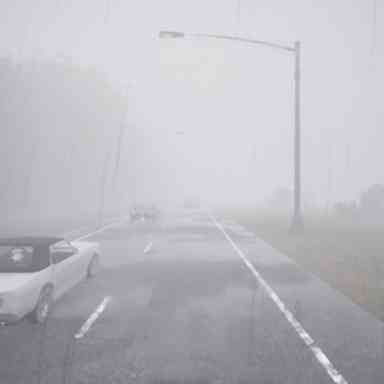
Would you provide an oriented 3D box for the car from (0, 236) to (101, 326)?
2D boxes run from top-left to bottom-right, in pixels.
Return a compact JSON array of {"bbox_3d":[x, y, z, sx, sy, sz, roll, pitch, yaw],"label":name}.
[{"bbox_3d":[-3.401,1.582,7.011,1.895,1.301,4.718,0,0,0],"label":"car"}]

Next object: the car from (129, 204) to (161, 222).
[{"bbox_3d":[-3.400,1.535,25.116,1.895,1.301,4.718,0,0,0],"label":"car"}]

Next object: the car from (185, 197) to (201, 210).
[{"bbox_3d":[0.102,1.454,42.008,1.994,1.385,4.181,0,0,0],"label":"car"}]

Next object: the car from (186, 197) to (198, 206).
[{"bbox_3d":[0.003,1.464,53.002,1.895,1.301,4.718,0,0,0],"label":"car"}]
